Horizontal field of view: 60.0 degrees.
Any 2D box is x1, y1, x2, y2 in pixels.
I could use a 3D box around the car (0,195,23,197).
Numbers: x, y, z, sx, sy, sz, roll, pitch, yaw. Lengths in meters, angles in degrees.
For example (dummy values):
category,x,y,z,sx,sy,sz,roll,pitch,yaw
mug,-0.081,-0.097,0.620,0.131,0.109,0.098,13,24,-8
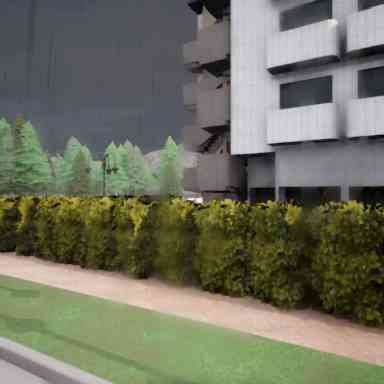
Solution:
category,x,y,z,sx,sy,sz,roll,pitch,yaw
car,-10.972,1.220,21.083,2.150,2.045,5.566,0,0,35
